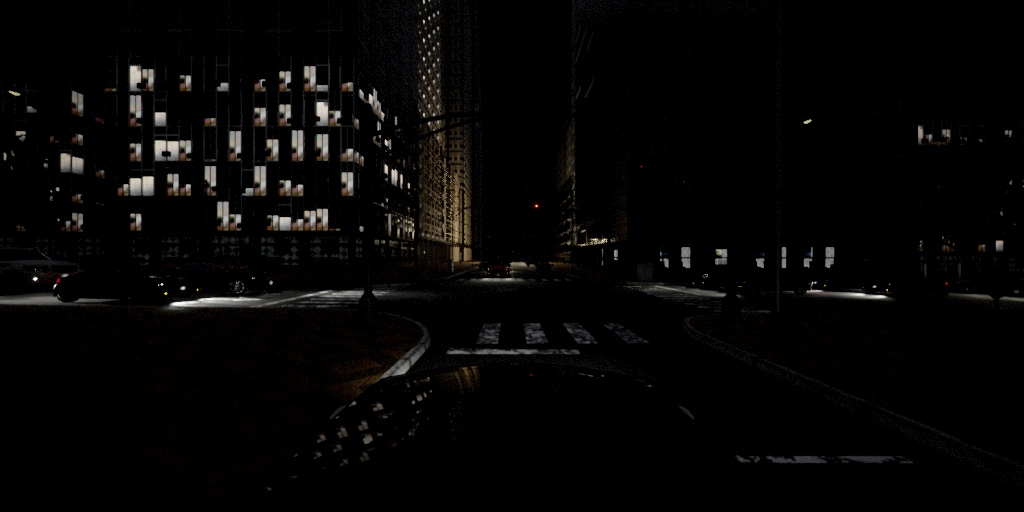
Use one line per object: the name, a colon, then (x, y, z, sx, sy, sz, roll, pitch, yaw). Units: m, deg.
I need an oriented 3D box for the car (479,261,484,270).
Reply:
car: (-3.885, 1.338, 52.159, 1.802, 1.307, 4.207, 0, 0, 0)

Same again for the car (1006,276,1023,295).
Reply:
car: (34.486, 1.743, 23.005, 4.553, 1.767, 2.097, 1, 0, -2)

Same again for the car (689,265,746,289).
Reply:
car: (15.064, 1.394, 25.418, 4.553, 1.767, 2.097, 1, 0, -3)

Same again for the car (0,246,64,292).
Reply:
car: (-24.086, 0.552, 17.004, 5.566, 2.045, 2.150, 1, 0, -2)

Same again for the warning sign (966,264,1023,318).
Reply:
warning sign: (17.306, 1.203, 12.804, 1.060, 1.860, 1.300, 0, 0, -2)

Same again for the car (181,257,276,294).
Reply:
car: (-14.246, 1.002, 17.443, 4.902, 1.511, 2.128, 1, 0, -3)

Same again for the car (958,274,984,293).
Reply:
car: (33.780, 1.978, 26.229, 4.718, 1.301, 1.895, 1, 0, -3)

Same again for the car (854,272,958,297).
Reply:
car: (24.723, 1.780, 22.588, 4.181, 1.385, 1.994, 1, 0, -3)

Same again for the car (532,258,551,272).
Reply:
car: (4.053, 1.325, 46.644, 1.948, 1.339, 4.313, 0, 0, 0)

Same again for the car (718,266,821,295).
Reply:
car: (15.856, 1.562, 22.211, 4.892, 1.490, 1.837, 1, 0, -4)

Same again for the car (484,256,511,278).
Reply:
car: (-1.287, 1.118, 34.148, 2.097, 1.767, 4.553, 0, 0, -2)

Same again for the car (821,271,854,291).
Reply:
car: (23.686, 1.760, 25.810, 4.181, 1.385, 1.994, 1, 0, -5)

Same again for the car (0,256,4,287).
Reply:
car: (-23.691, 0.831, 13.773, 4.902, 1.511, 2.128, 1, 0, -3)

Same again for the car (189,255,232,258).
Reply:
car: (-20.693, 0.741, 23.850, 4.553, 1.767, 2.097, 1, 0, -2)

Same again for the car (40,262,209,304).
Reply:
car: (-15.044, 1.062, 14.147, 4.181, 1.385, 1.994, 1, 0, -2)
